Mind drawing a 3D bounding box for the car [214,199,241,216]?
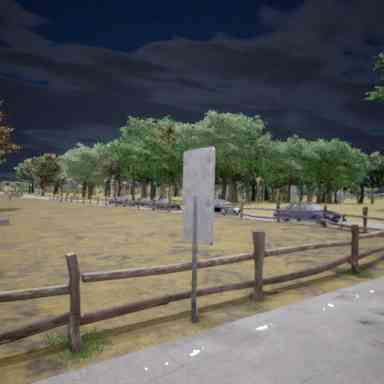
[{"bbox_3d":[2.748,1.500,32.815,2.128,1.511,4.902,2,-1,-36],"label":"car"}]

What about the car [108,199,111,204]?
[{"bbox_3d":[-13.653,1.544,60.668,2.128,1.511,4.902,2,-1,-36],"label":"car"}]

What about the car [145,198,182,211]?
[{"bbox_3d":[-3.425,1.551,41.455,2.033,1.411,5.357,2,-1,-35],"label":"car"}]

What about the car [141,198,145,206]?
[{"bbox_3d":[-7.796,1.619,52.555,2.033,1.411,5.357,2,-1,-35],"label":"car"}]

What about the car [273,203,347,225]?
[{"bbox_3d":[8.535,1.560,24.658,2.033,1.411,5.357,2,-1,-34],"label":"car"}]

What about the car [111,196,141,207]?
[{"bbox_3d":[-10.205,1.503,51.049,1.837,1.490,4.892,2,-1,-35],"label":"car"}]
